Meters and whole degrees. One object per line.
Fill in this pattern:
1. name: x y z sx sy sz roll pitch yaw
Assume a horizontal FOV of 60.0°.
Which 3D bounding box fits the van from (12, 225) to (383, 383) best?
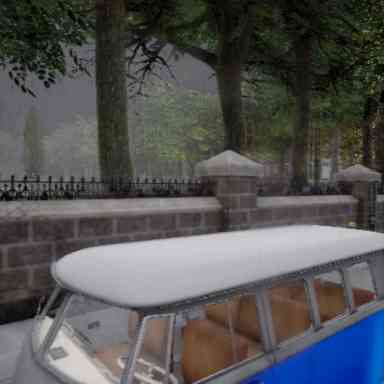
1. van: 0.552 1.284 3.049 3.998 1.788 1.690 0 1 -39
